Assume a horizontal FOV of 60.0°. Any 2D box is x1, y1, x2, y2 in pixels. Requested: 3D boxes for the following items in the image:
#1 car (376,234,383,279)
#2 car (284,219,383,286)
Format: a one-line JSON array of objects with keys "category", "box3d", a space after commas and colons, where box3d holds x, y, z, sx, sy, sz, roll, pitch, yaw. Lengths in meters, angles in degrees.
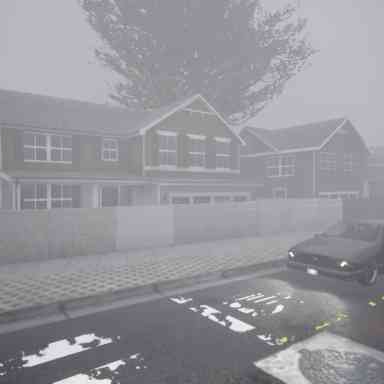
[{"category": "car", "box3d": [6.100, 1.512, 6.725, 5.357, 1.411, 2.033, 0, 1, -36]}, {"category": "car", "box3d": [4.995, 1.490, 9.450, 5.357, 1.411, 2.033, 0, 1, -36]}]
